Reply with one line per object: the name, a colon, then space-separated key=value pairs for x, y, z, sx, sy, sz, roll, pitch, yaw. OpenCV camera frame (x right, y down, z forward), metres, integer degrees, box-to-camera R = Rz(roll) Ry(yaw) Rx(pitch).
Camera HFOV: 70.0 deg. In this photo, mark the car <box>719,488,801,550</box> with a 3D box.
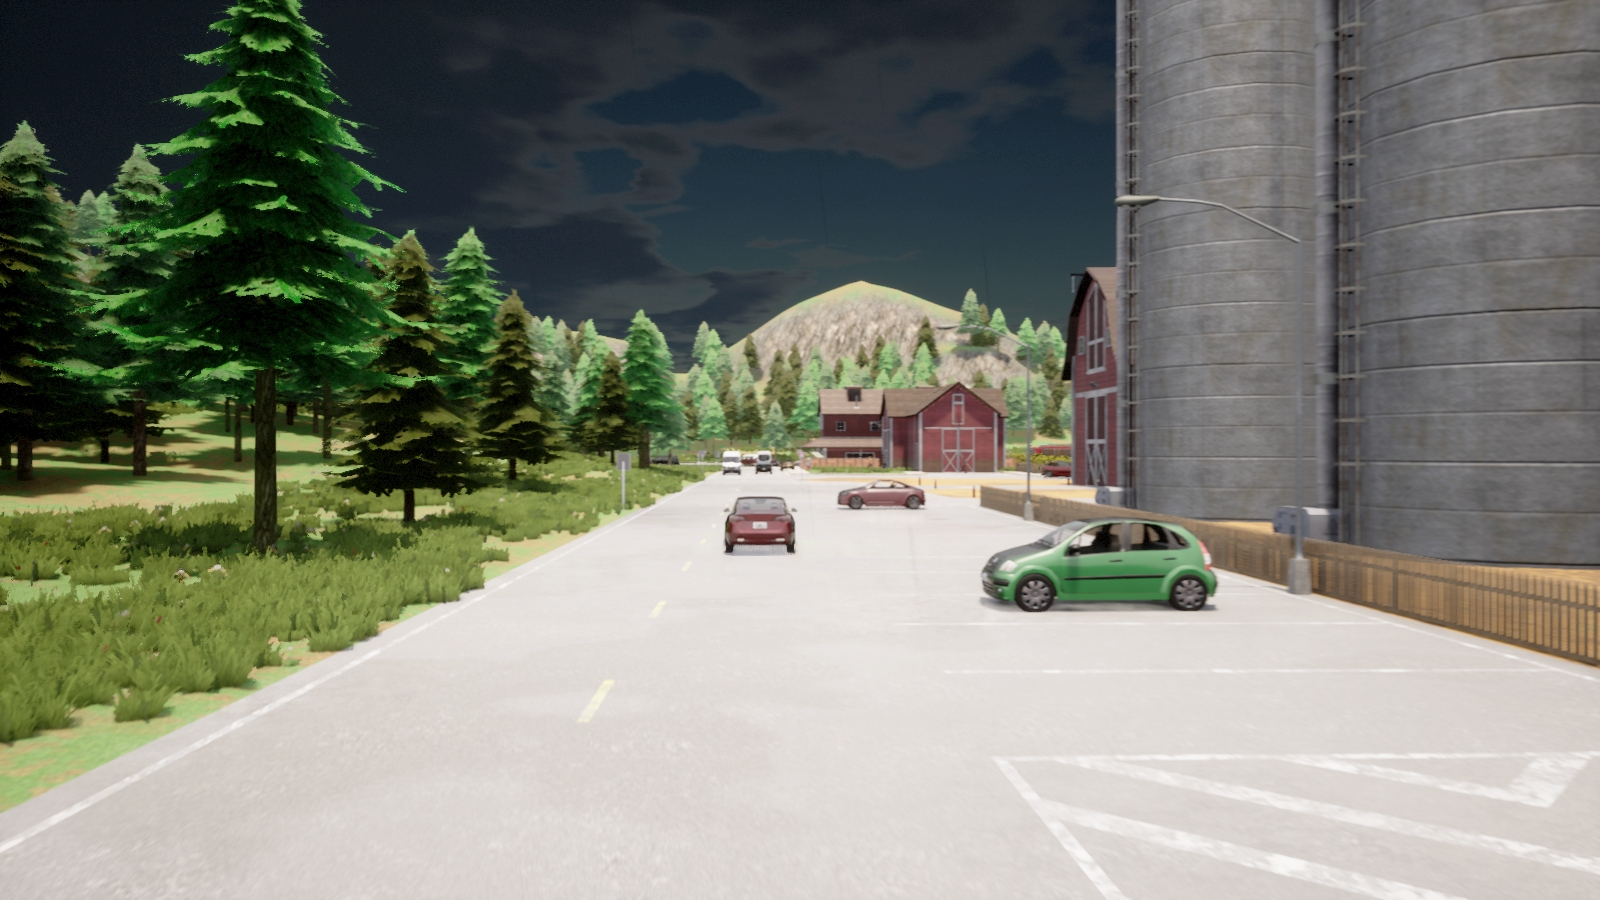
car: x=-1.133 y=1.900 z=32.634 sx=2.163 sy=1.488 sz=4.792 roll=0 pitch=0 yaw=-2
